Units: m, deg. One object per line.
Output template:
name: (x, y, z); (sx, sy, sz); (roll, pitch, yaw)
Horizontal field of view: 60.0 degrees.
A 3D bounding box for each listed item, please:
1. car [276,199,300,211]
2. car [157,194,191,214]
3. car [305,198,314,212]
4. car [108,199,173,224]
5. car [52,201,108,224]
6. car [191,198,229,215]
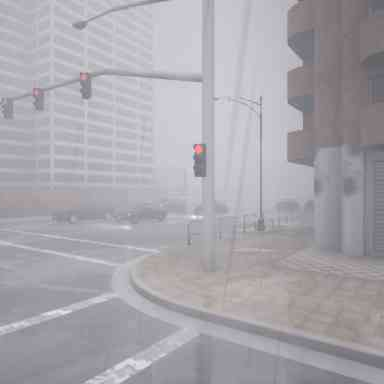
car: (11.704, 1.526, 40.670); (1.812, 1.442, 4.674); (0, 0, 35)
car: (-2.489, 1.352, 33.040); (2.097, 1.767, 4.553); (0, 0, 35)
car: (14.536, 1.505, 38.582); (1.837, 1.490, 4.892); (0, 0, 35)
car: (-3.769, 1.526, 25.160); (1.812, 1.442, 4.674); (0, 0, 35)
car: (-8.070, 1.478, 25.175); (1.882, 1.535, 5.008); (0, 0, 35)
car: (1.933, 1.564, 33.209); (1.994, 1.385, 4.181); (0, 0, 36)
